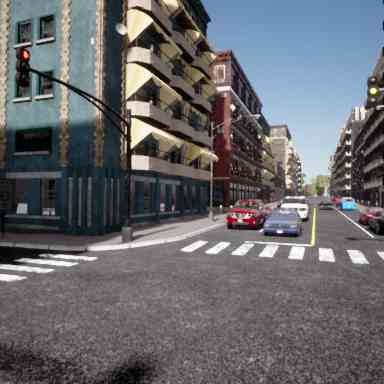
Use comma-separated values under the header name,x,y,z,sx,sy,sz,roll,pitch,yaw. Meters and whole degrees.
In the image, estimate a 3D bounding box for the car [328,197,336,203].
name,x,y,z,sx,sy,sz,roll,pitch,yaw
car,36.946,2.027,87.626,1.752,1.417,4.829,1,0,20

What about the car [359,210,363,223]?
name,x,y,z,sx,sy,sz,roll,pitch,yaw
car,13.579,1.783,24.809,1.802,1.307,4.206,1,0,20

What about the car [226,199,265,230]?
name,x,y,z,sx,sy,sz,roll,pitch,yaw
car,3.802,1.444,22.545,2.192,1.841,5.009,1,0,20

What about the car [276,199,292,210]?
name,x,y,z,sx,sy,sz,roll,pitch,yaw
car,13.508,1.818,48.654,1.947,1.339,4.313,1,0,20

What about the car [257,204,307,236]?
name,x,y,z,sx,sy,sz,roll,pitch,yaw
car,5.491,1.682,19.708,2.033,1.411,5.357,0,0,21

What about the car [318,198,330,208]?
name,x,y,z,sx,sy,sz,roll,pitch,yaw
car,22.850,1.862,57.480,1.812,1.442,4.674,0,0,20

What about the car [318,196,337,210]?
name,x,y,z,sx,sy,sz,roll,pitch,yaw
car,19.231,1.781,47.749,2.128,1.511,4.902,0,0,20

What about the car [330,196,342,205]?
name,x,y,z,sx,sy,sz,roll,pitch,yaw
car,31.064,1.740,71.802,2.192,1.841,5.009,1,0,20

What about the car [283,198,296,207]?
name,x,y,z,sx,sy,sz,roll,pitch,yaw
car,17.392,1.867,59.097,1.947,1.339,4.313,1,0,20

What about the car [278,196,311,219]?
name,x,y,z,sx,sy,sz,roll,pitch,yaw
car,9.002,1.400,29.074,2.150,2.045,5.566,0,0,21

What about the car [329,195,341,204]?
name,x,y,z,sx,sy,sz,roll,pitch,yaw
car,33.006,1.765,77.023,2.192,1.841,5.009,1,0,20

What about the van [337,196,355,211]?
name,x,y,z,sx,sy,sz,roll,pitch,yaw
van,21.353,1.641,45.695,1.690,1.788,3.998,1,0,20

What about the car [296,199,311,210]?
name,x,y,z,sx,sy,sz,roll,pitch,yaw
car,16.168,1.774,48.120,1.837,1.490,4.892,0,0,20

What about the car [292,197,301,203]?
name,x,y,z,sx,sy,sz,roll,pitch,yaw
car,25.161,1.946,79.983,1.887,1.381,4.507,1,0,20

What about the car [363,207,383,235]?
name,x,y,z,sx,sy,sz,roll,pitch,yaw
car,11.637,1.743,19.587,1.947,1.339,4.313,1,0,20
